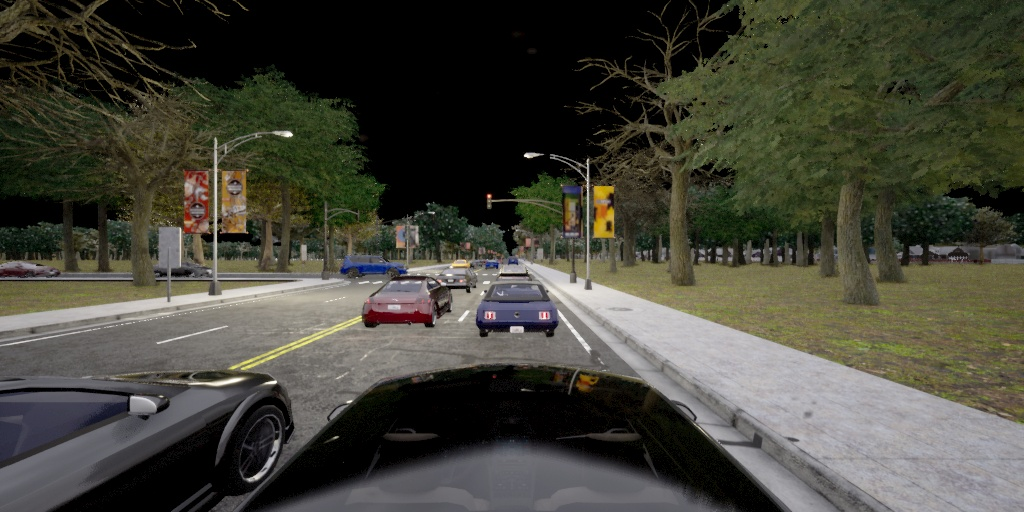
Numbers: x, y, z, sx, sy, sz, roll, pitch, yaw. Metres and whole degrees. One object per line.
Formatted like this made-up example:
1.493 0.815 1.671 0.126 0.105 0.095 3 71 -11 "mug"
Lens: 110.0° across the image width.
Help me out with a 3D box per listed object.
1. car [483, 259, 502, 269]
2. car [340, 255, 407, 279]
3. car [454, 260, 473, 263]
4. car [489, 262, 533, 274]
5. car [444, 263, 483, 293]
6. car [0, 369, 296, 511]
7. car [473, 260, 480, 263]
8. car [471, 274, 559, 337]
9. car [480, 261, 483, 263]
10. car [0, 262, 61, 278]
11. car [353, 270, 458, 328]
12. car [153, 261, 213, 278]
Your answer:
-2.991 1.249 55.492 1.882 1.535 5.008 0 0 0 "car"
-12.316 0.971 32.114 5.566 2.045 2.150 0 0 -8 "car"
-6.474 1.242 45.465 1.882 1.535 5.008 0 0 0 "car"
0.129 1.244 19.444 2.128 1.511 4.902 0 0 1 "car"
-3.098 1.300 20.667 2.033 1.411 5.357 0 0 0 "car"
-3.152 1.314 1.862 1.994 1.385 4.181 0 0 0 "car"
-6.435 1.372 54.872 1.895 1.301 4.718 0 0 0 "car"
0.123 1.351 10.190 1.895 1.301 4.718 0 0 0 "car"
-6.375 1.346 64.934 1.994 1.385 4.181 0 0 0 "car"
-42.912 1.238 31.633 4.674 1.442 1.812 0 0 0 "car"
-3.117 1.315 11.426 1.994 1.385 4.181 0 0 -1 "car"
-28.955 1.216 31.570 4.902 1.511 2.128 0 0 0 "car"
